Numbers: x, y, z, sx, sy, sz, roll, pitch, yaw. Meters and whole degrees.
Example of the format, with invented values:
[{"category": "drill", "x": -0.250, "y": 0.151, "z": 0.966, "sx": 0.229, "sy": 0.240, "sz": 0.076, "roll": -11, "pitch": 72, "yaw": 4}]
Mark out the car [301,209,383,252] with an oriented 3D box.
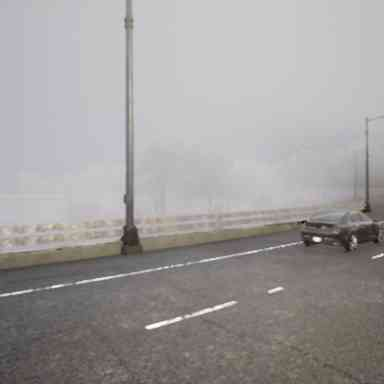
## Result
[{"category": "car", "x": 6.370, "y": 1.489, "z": 13.907, "sx": 4.892, "sy": 1.490, "sz": 1.837, "roll": 0, "pitch": 0, "yaw": -43}]
